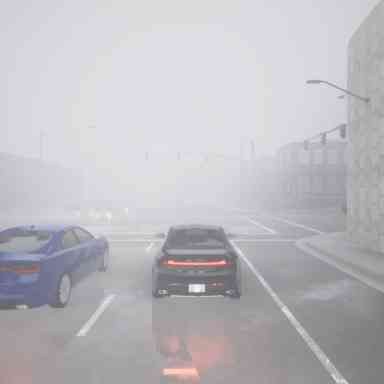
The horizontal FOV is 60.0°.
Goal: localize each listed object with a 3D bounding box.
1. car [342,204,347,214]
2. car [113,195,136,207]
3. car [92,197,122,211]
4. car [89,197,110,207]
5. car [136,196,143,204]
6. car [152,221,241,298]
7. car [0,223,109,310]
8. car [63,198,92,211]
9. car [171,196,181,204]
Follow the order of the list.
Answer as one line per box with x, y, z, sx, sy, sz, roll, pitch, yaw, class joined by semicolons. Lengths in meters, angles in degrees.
14.996;1.015;27.522;5.008;1.535;1.882;-5;0;0;car
-10.437;1.601;51.304;1.895;1.301;4.718;0;0;0;car
-10.487;1.601;41.414;1.895;1.301;4.718;0;0;1;car
-13.942;1.525;50.529;1.812;1.442;4.674;0;0;0;car
-10.373;1.525;62.408;1.812;1.442;4.674;0;0;0;car
0.104;1.505;8.478;1.837;1.490;4.892;0;0;0;car
-3.401;1.478;7.933;1.882;1.535;5.008;0;0;0;car
-14.018;1.525;40.436;1.812;1.442;4.674;0;0;1;car
-3.206;1.477;65.999;1.882;1.535;5.008;0;0;0;car
